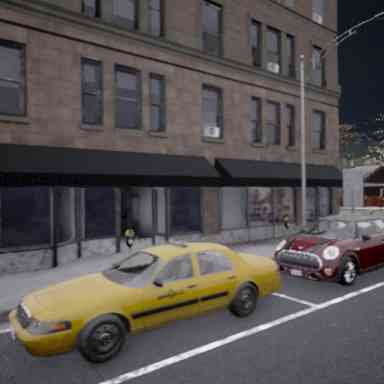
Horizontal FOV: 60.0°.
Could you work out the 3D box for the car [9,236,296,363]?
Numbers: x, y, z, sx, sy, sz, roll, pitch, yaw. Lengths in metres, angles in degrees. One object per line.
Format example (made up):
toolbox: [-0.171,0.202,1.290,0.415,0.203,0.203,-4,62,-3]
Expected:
car: [-0.460,1.541,5.887,4.829,1.417,1.752,-1,0,-36]

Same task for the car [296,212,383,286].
car: [4.139,1.402,9.235,4.097,1.590,1.967,-1,0,-36]
